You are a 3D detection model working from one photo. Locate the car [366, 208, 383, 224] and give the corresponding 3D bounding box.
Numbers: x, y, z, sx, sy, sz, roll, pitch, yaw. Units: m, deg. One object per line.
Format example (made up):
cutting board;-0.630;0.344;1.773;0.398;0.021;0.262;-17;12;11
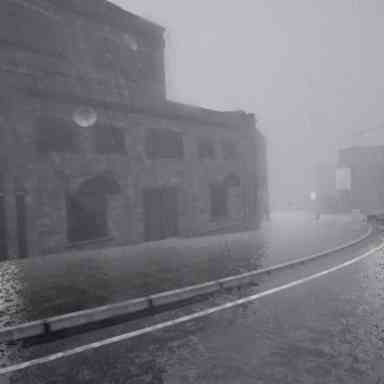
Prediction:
car;19.809;2.528;34.895;2.033;1.411;5.357;-2;-3;14
